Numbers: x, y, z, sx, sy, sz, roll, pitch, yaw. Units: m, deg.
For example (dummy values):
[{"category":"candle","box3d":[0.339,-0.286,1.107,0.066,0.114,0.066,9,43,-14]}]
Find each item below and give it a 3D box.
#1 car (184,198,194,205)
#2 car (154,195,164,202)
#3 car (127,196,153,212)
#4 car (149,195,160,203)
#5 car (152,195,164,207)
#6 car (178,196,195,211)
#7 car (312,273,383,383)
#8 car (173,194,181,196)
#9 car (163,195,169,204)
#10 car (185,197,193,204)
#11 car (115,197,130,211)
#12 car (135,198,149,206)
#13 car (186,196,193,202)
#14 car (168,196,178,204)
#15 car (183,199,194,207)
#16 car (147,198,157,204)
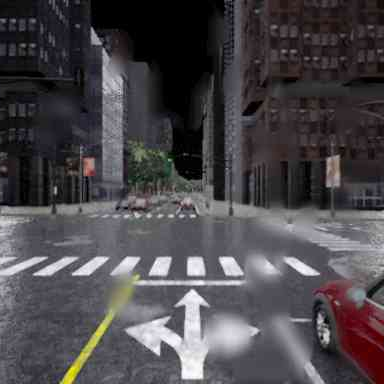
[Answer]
[{"category":"car","box3d":[-0.647,1.886,66.564,1.887,1.381,4.507,0,0,0]},{"category":"car","box3d":[-9.306,1.847,93.659,2.192,1.841,5.009,0,0,0]},{"category":"car","box3d":[-6.374,1.654,41.189,1.882,1.535,5.008,0,0,-1]},{"category":"car","box3d":[-9.252,1.769,82.808,2.192,1.841,5.009,0,0,0]},{"category":"car","box3d":[-6.401,1.790,57.981,1.837,1.490,4.892,0,-1,0]},{"category":"car","box3d":[-0.540,1.639,44.865,1.967,1.590,4.097,0,0,0]},{"category":"car","box3d":[2.766,1.455,3.467,1.967,1.590,4.097,0,0,0]},{"category":"car","box3d":[-3.479,1.930,81.443,2.128,1.511,4.902,0,0,0]},{"category":"car","box3d":[-6.439,1.774,73.284,1.837,1.490,4.892,0,0,0]},{"category":"car","box3d":[-0.701,1.942,77.583,1.752,1.417,4.829,0,0,0]},{"category":"car","box3d":[-9.065,1.765,44.825,1.947,1.339,4.313,0,0,0]},{"category":"car","box3d":[-9.144,1.829,60.933,1.752,1.417,4.829,0,0,0]},{"category":"car","box3d":[-0.780,1.972,93.688,1.967,1.590,4.097,0,0,0]},{"category":"car","box3d":[-3.431,1.969,71.475,1.895,1.301,4.718,0,0,0]},{"category":"car","box3d":[-0.593,1.852,55.714,1.802,1.307,4.206,0,0,0]},{"category":"car","box3d":[-9.225,1.998,77.380,1.802,1.307,4.206,0,0,0]}]
